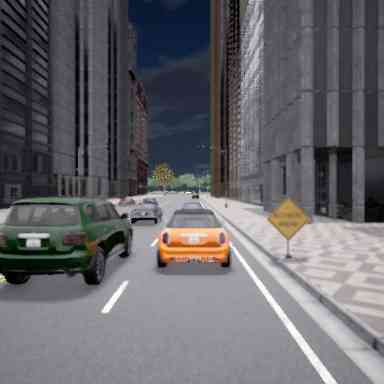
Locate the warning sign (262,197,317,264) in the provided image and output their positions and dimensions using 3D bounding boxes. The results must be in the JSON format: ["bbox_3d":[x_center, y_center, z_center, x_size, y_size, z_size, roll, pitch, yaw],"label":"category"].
[{"bbox_3d":[2.855,1.084,9.891,1.300,1.860,1.060,0,0,0],"label":"warning sign"}]

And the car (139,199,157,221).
[{"bbox_3d":[-3.197,1.475,24.338,2.033,1.411,5.357,0,0,0],"label":"car"}]

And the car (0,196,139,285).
[{"bbox_3d":[-3.210,1.184,9.556,2.150,2.045,5.566,0,-1,1],"label":"car"}]

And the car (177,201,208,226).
[{"bbox_3d":[0.055,1.475,24.325,2.033,1.411,5.357,0,0,1],"label":"car"}]

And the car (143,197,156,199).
[{"bbox_3d":[-6.551,1.416,51.627,1.994,1.385,4.181,0,0,0],"label":"car"}]

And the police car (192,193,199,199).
[{"bbox_3d":[1.011,1.155,90.002,1.930,1.638,5.238,0,0,0],"label":"police car"}]

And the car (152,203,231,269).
[{"bbox_3d":[0.063,1.317,11.215,2.097,1.767,4.553,0,0,0],"label":"car"}]

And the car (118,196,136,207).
[{"bbox_3d":[-9.805,1.381,50.441,1.812,1.442,4.674,0,0,0],"label":"car"}]
